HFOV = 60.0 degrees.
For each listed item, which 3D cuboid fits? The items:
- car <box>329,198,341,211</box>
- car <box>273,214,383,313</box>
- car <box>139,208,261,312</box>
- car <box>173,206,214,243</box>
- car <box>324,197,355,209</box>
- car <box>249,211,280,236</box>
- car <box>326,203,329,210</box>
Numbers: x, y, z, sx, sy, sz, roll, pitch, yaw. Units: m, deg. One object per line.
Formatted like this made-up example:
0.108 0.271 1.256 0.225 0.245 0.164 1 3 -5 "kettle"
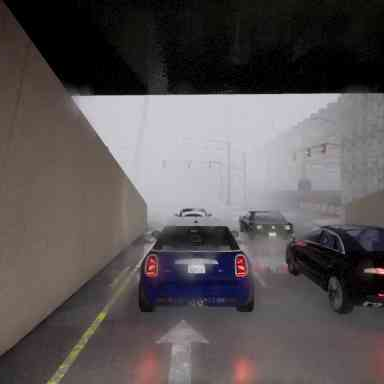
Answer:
17.403 1.453 34.732 2.038 1.542 4.974 0 0 -35 "car"
3.581 1.492 7.623 2.128 1.511 4.902 0 0 0 "car"
0.081 1.352 7.888 2.097 1.767 4.553 0 0 0 "car"
0.063 1.526 16.940 1.812 1.442 4.674 0 0 0 "car"
17.540 1.295 39.376 1.853 1.218 4.536 0 0 45 "car"
3.585 1.601 16.949 1.895 1.301 4.718 0 0 0 "car"
17.504 1.453 39.339 2.038 1.542 4.974 0 0 45 "car"
